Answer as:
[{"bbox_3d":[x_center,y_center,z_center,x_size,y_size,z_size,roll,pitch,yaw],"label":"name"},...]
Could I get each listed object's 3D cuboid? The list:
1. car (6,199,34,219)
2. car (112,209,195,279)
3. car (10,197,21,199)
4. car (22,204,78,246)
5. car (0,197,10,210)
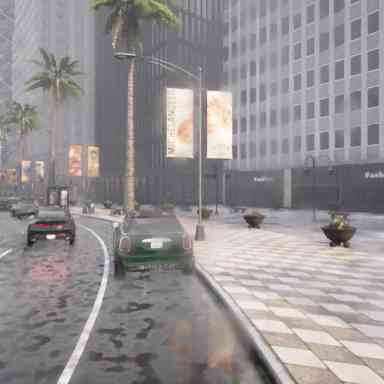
[{"bbox_3d":[-14.738,1.553,29.366,1.994,1.385,4.181,0,0,-37],"label":"car"},{"bbox_3d":[-1.383,1.352,10.393,2.097,1.767,4.553,0,0,-14],"label":"car"},{"bbox_3d":[-25.899,1.461,48.418,2.231,1.521,4.892,0,0,-39],"label":"car"},{"bbox_3d":[-6.402,1.501,15.335,1.837,1.490,4.892,1,0,-21],"label":"car"},{"bbox_3d":[-25.050,1.485,42.548,1.837,1.490,4.892,0,0,-38],"label":"car"}]
